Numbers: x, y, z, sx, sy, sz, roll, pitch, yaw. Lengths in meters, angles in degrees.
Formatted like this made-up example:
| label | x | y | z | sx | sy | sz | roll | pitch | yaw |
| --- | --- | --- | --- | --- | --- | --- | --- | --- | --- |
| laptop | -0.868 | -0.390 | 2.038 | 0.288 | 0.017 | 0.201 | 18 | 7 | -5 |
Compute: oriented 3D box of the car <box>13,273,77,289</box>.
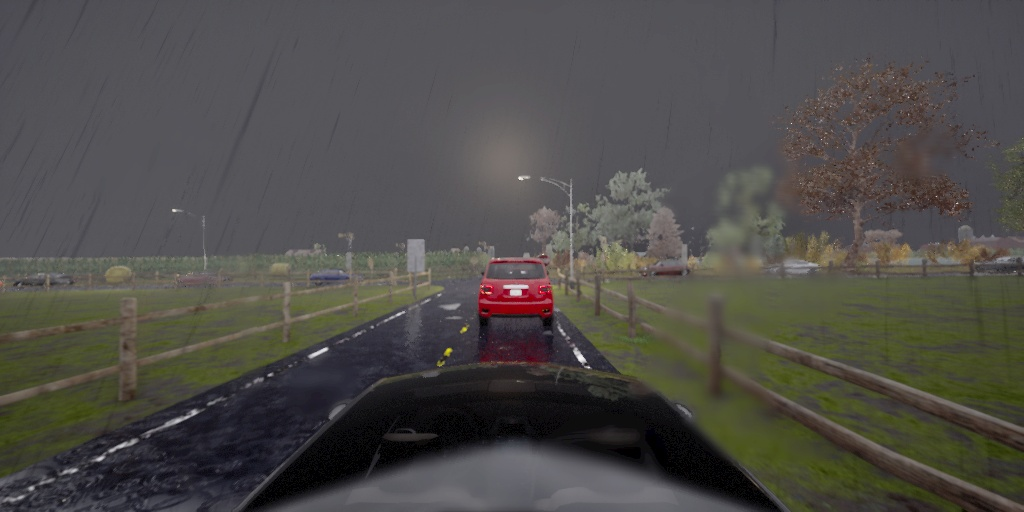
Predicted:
| label | x | y | z | sx | sy | sz | roll | pitch | yaw |
| --- | --- | --- | --- | --- | --- | --- | --- | --- | --- |
| car | -46.930 | 2.478 | 36.067 | 4.902 | 1.511 | 2.128 | -1 | -1 | 2 |

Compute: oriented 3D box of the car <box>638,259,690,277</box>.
| label | x | y | z | sx | sy | sz | roll | pitch | yaw |
| --- | --- | --- | --- | --- | --- | --- | --- | --- | --- |
| car | 14.654 | 1.184 | 34.795 | 4.553 | 1.767 | 2.097 | -1 | -1 | 1 |

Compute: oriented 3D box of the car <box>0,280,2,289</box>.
| label | x | y | z | sx | sy | sz | roll | pitch | yaw |
| --- | --- | --- | --- | --- | --- | --- | --- | --- | --- |
| car | -50.534 | 2.382 | 33.331 | 4.553 | 1.767 | 2.097 | -1 | -1 | 2 |

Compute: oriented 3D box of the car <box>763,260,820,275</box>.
| label | x | y | z | sx | sy | sz | roll | pitch | yaw |
| --- | --- | --- | --- | --- | --- | --- | --- | --- | --- |
| car | 26.862 | 1.143 | 34.514 | 4.674 | 1.442 | 1.812 | -1 | -1 | 1 |

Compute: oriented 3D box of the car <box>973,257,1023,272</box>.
| label | x | y | z | sx | sy | sz | roll | pitch | yaw |
| --- | --- | --- | --- | --- | --- | --- | --- | --- | --- |
| car | 46.949 | 0.799 | 34.023 | 4.674 | 1.442 | 1.812 | -1 | -1 | 2 |

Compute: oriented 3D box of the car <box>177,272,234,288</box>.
| label | x | y | z | sx | sy | sz | roll | pitch | yaw |
| --- | --- | --- | --- | --- | --- | --- | --- | --- | --- |
| car | -27.933 | 2.154 | 32.760 | 4.181 | 1.385 | 1.994 | -1 | -1 | 1 |

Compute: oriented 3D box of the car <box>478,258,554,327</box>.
| label | x | y | z | sx | sy | sz | roll | pitch | yaw |
| --- | --- | --- | --- | --- | --- | --- | --- | --- | --- |
| car | 0.116 | 1.083 | 12.151 | 2.150 | 2.045 | 5.566 | 0 | 0 | 0 |

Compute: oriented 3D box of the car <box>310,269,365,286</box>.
| label | x | y | z | sx | sy | sz | roll | pitch | yaw |
| --- | --- | --- | --- | --- | --- | --- | --- | --- | --- |
| car | -15.794 | 1.886 | 32.456 | 4.674 | 1.442 | 1.812 | -1 | -1 | 3 |

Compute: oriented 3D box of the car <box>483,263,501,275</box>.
| label | x | y | z | sx | sy | sz | roll | pitch | yaw |
| --- | --- | --- | --- | --- | --- | --- | --- | --- | --- |
| car | -2.698 | 1.786 | 49.351 | 2.128 | 1.511 | 4.902 | 0 | -1 | 0 |
